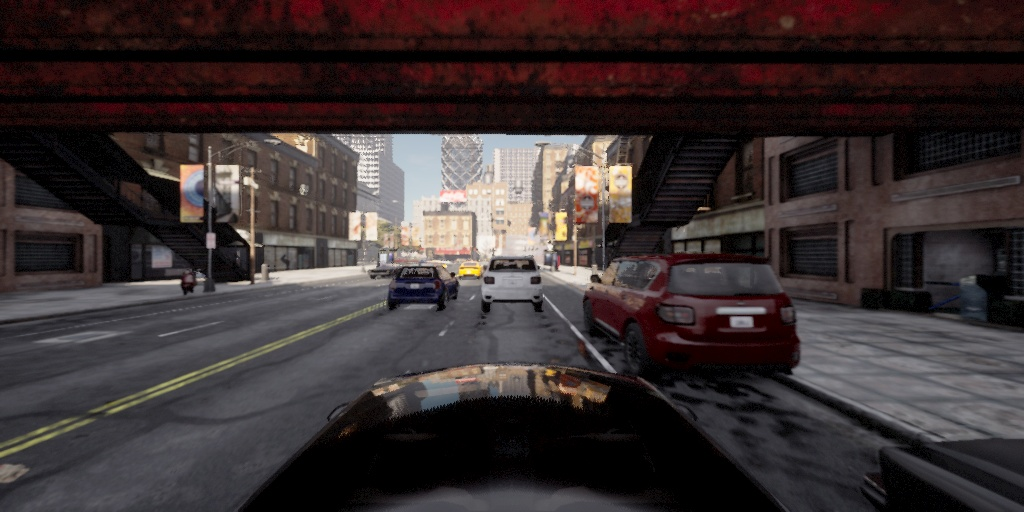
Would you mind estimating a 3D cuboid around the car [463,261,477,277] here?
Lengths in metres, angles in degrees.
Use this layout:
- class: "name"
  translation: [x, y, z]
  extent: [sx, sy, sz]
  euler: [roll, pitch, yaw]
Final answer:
- class: "car"
  translation: [-3.719, 1.224, 33.082]
  extent: [1.882, 1.535, 5.008]
  euler: [0, 0, -1]

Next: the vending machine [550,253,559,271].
- class: "vending machine"
  translation: [6.802, 0.937, 55.468]
  extent: [1.100, 2.100, 0.880]
  euler: [0, 0, -2]

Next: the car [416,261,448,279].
- class: "car"
  translation: [-7.422, 1.225, 33.757]
  extent: [1.882, 1.535, 5.008]
  euler: [0, 0, -1]

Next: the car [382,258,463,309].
- class: "car"
  translation: [-3.518, 1.101, 15.017]
  extent: [2.097, 1.767, 4.553]
  euler: [0, 0, -1]

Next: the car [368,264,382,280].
- class: "car"
  translation: [-10.899, 1.349, 31.485]
  extent: [1.895, 1.301, 4.718]
  euler: [0, 0, -1]

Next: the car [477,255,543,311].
- class: "car"
  translation: [-0.010, 0.970, 14.505]
  extent: [2.150, 2.045, 5.566]
  euler: [0, 0, -1]
